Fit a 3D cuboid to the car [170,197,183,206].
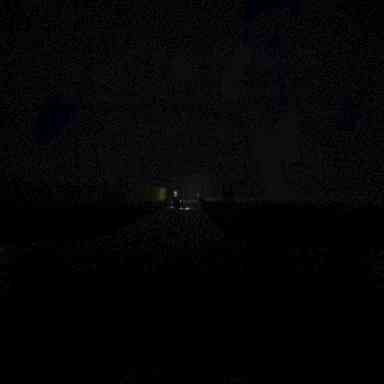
[{"bbox_3d":[-2.734,1.626,60.182,2.097,1.767,4.553,0,0,0],"label":"car"}]
